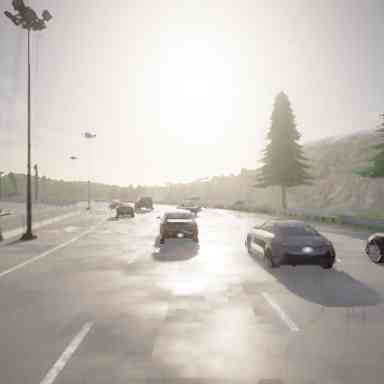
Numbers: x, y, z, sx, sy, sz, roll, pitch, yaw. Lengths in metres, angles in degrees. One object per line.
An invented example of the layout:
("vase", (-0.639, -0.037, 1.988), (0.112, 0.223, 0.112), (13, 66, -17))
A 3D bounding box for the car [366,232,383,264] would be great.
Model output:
("car", (6.824, 1.543, 9.212), (1.837, 1.490, 4.892), (0, 0, -3))

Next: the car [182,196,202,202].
("car", (-0.216, 1.680, 51.195), (2.150, 2.045, 5.566), (0, -1, -18))

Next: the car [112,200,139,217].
("car", (-7.225, 1.859, 35.741), (2.128, 1.511, 4.902), (0, 0, -13))

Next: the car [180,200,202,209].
("car", (-0.685, 1.950, 38.658), (1.895, 1.301, 4.718), (0, -1, -13))

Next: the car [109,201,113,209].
("car", (-12.651, 2.100, 54.925), (1.812, 1.442, 4.674), (0, -1, -20))

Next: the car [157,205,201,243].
("car", (-0.758, 1.665, 17.130), (1.837, 1.490, 4.892), (0, 0, -6))

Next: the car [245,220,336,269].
("car", (3.182, 1.646, 11.529), (1.994, 1.385, 4.181), (0, 0, -4))

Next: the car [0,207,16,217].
("car", (-16.654, 1.964, 28.155), (1.895, 1.301, 4.718), (0, -1, -10))

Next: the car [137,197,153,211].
("car", (-7.305, 1.720, 50.342), (2.150, 2.045, 5.566), (0, -1, -18))
